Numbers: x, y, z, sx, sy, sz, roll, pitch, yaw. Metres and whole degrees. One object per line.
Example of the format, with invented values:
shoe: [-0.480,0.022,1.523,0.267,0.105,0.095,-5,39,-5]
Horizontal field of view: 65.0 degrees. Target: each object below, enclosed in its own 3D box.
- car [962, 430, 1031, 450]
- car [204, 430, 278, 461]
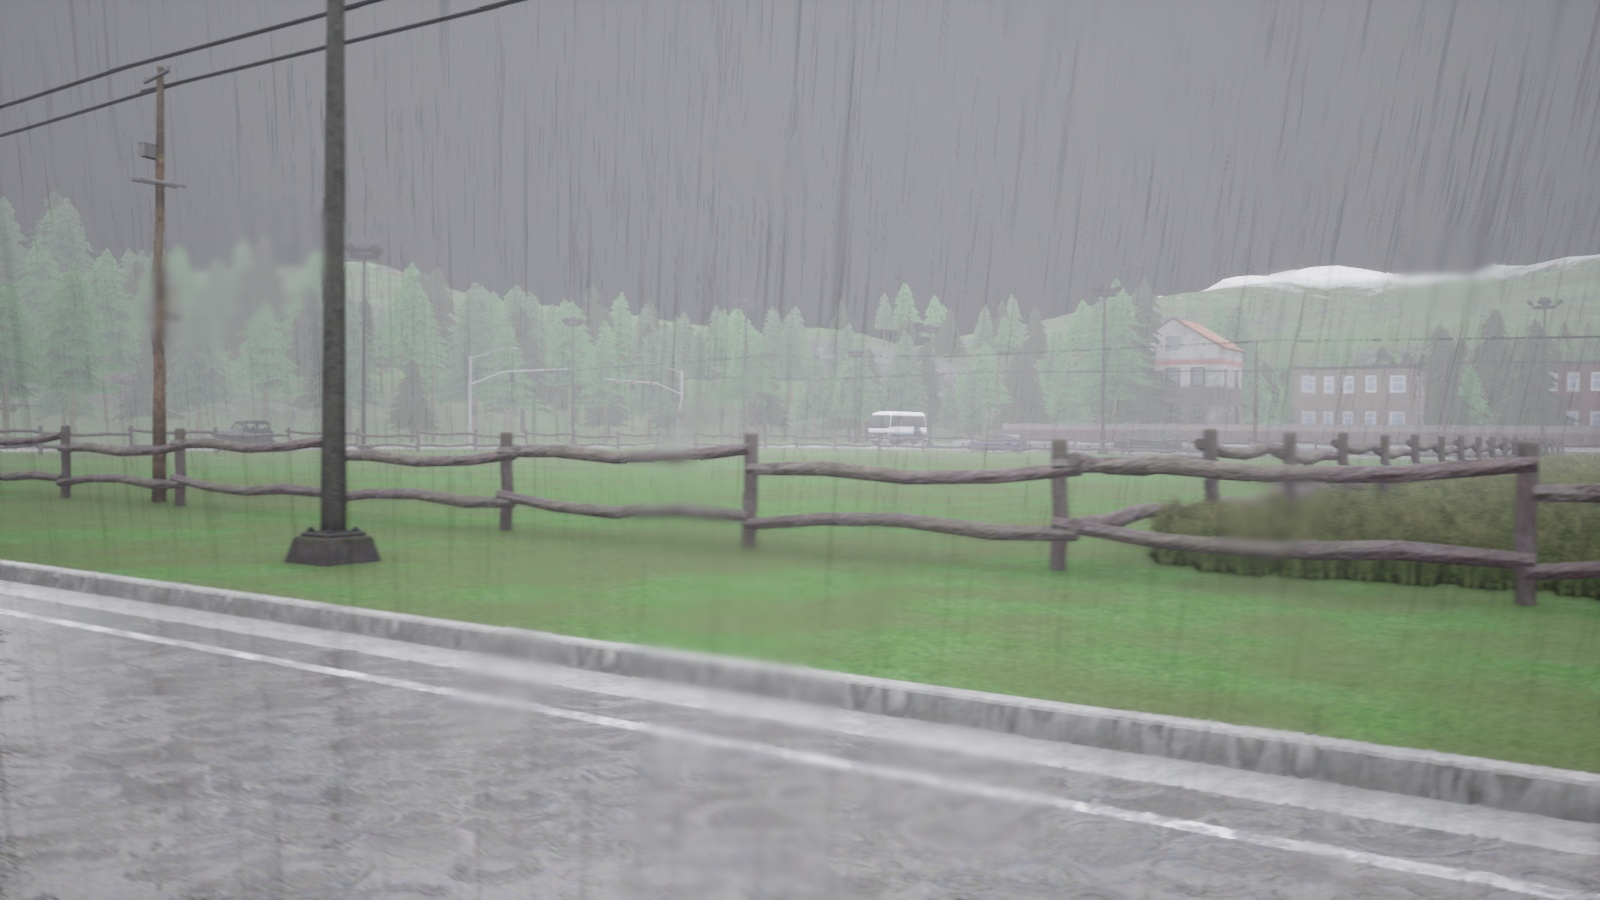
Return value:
car: [15.176,-0.770,97.202,4.792,1.488,2.163,0,1,34]
car: [-35.348,-0.304,79.481,1.905,1.878,3.866,0,1,34]
